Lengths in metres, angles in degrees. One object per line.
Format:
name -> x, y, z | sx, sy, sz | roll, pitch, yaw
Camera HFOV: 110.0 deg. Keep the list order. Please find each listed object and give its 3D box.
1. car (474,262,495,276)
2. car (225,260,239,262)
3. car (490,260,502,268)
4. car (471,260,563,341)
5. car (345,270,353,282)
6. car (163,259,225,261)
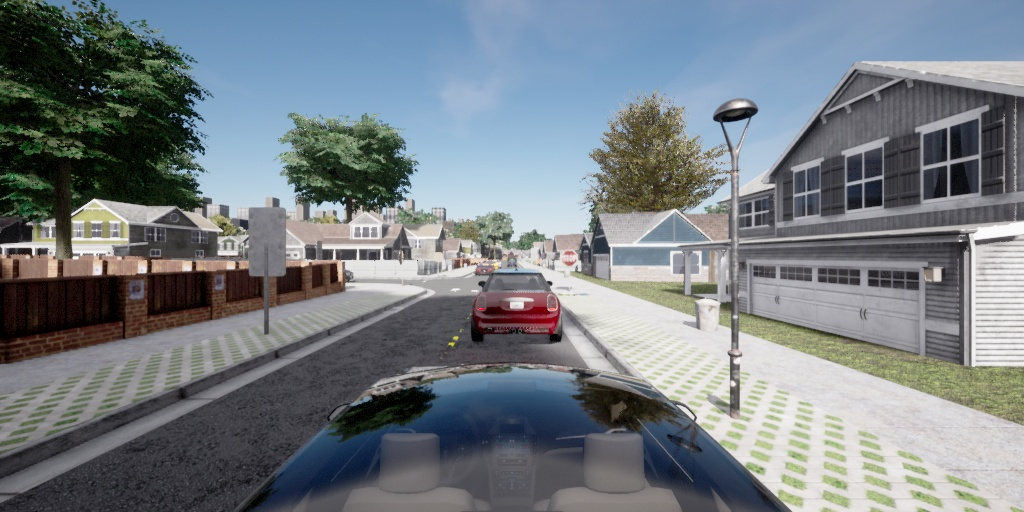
car -> -2.855, 1.377, 38.441 | 1.994, 1.385, 4.181 | 0, 0, -1
car -> -22.861, 1.014, 28.058 | 4.902, 1.511, 2.128 | 1, 0, 0
car -> -2.792, 1.404, 63.157 | 1.812, 1.442, 4.674 | 0, 0, 1
car -> 0.103, 1.108, 10.017 | 2.097, 1.767, 4.553 | 0, 0, 0
car -> -13.554, 1.155, 25.060 | 4.674, 1.442, 1.812 | 1, 0, 2
car -> -23.593, 1.002, 25.104 | 4.902, 1.511, 2.128 | 1, 0, 0
